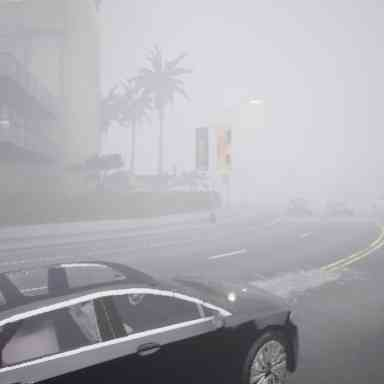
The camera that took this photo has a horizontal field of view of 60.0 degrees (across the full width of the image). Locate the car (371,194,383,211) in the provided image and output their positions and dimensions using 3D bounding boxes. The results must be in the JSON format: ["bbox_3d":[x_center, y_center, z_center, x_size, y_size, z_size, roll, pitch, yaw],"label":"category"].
[{"bbox_3d":[21.409,1.168,35.740,2.150,2.045,5.566,0,0,7],"label":"car"}]

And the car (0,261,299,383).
[{"bbox_3d":[-0.910,1.493,3.331,4.902,1.511,2.128,0,0,-37],"label":"car"}]

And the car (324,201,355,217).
[{"bbox_3d":[13.459,1.512,30.668,2.033,1.411,5.357,0,0,13],"label":"car"}]

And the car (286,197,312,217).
[{"bbox_3d":[10.052,1.323,31.517,2.097,1.767,4.553,0,0,13],"label":"car"}]
